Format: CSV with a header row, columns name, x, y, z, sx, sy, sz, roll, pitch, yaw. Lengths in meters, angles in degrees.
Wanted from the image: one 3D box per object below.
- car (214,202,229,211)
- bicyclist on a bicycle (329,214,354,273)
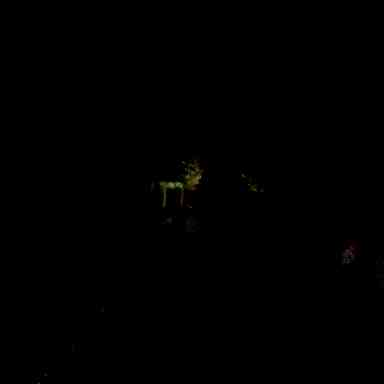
name,x,y,z,sx,sy,sz,roll,pitch,yaw
car,5.146,2.420,55.292,1.837,1.490,4.892,1,-1,2
bicyclist on a bicycle,4.688,1.566,10.532,0.659,1.776,1.843,1,0,2
